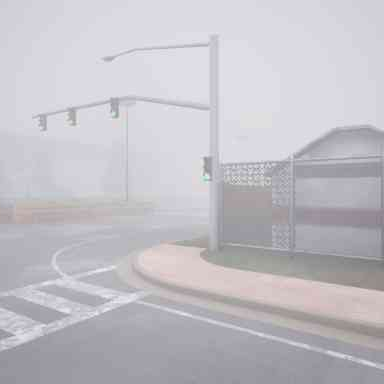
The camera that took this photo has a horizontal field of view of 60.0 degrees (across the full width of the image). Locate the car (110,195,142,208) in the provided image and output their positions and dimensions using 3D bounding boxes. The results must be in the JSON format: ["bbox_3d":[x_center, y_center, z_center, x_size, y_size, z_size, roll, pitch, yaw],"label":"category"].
[{"bbox_3d":[-9.682,1.352,49.006,2.097,1.767,4.553,0,0,34],"label":"car"}]

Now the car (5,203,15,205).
[{"bbox_3d":[-20.372,1.547,33.028,2.033,1.411,5.357,0,0,34],"label":"car"}]

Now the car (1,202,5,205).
[{"bbox_3d":[-13.334,1.477,18.001,1.882,1.535,5.008,0,0,34],"label":"car"}]

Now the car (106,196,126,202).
[{"bbox_3d":[-9.787,1.547,42.562,2.033,1.411,5.357,0,0,34],"label":"car"}]

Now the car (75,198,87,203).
[{"bbox_3d":[-15.129,1.505,40.870,1.837,1.490,4.892,0,0,34],"label":"car"}]

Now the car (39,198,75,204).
[{"bbox_3d":[-14.946,1.564,34.849,1.994,1.385,4.181,0,0,34],"label":"car"}]
